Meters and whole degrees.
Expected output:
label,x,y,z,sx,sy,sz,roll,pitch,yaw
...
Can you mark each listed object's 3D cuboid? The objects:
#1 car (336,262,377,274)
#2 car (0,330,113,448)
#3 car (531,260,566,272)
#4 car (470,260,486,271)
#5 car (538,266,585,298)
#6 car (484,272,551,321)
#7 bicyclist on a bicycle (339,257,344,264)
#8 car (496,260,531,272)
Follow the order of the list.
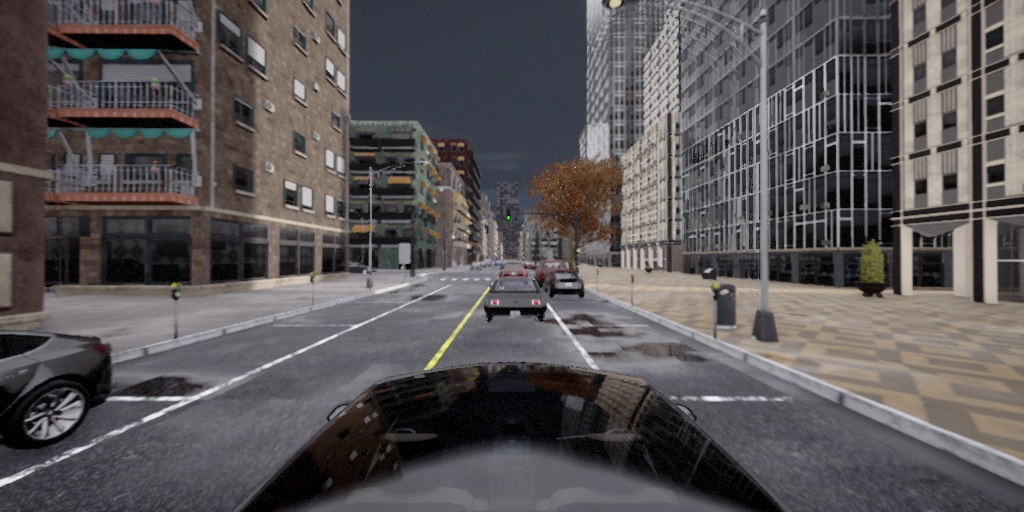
label,x,y,z,sx,sy,sz,roll,pitch,yaw
car,-16.433,1.282,37.612,4.403,1.370,2.007,0,0,-1
car,-5.690,1.320,2.548,1.948,1.339,4.313,0,0,0
car,2.693,1.186,24.638,2.192,1.841,5.009,0,0,0
car,-5.686,1.607,57.026,2.007,1.370,4.403,0,0,0
car,2.692,1.407,19.115,1.948,1.339,4.313,0,0,0
car,0.101,1.408,12.750,1.895,1.301,4.718,0,0,0
bicyclist on a bicycle,-23.166,1.013,48.878,0.582,1.620,1.656,1,0,-1
car,0.083,1.236,26.940,2.097,1.767,4.553,0,0,-1
